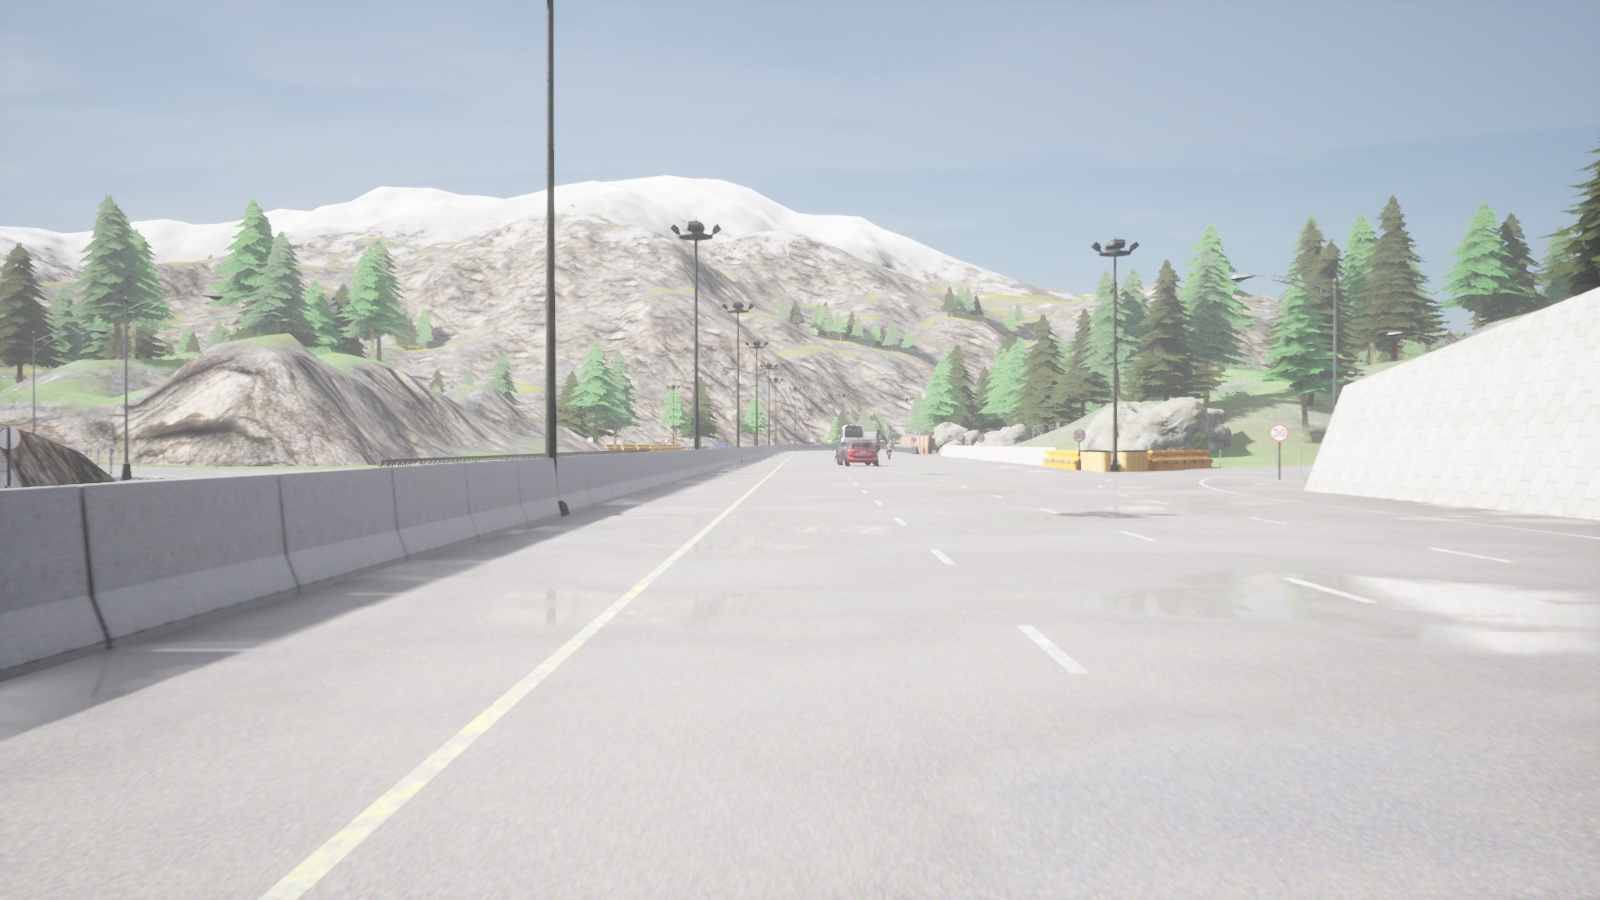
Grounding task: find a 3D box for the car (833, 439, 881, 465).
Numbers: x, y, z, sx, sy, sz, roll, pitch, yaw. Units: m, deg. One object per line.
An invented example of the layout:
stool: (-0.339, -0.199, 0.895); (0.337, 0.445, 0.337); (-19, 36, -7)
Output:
car: (3.697, 0.129, 82.257); (2.242, 1.667, 4.611); (1, 0, -8)
